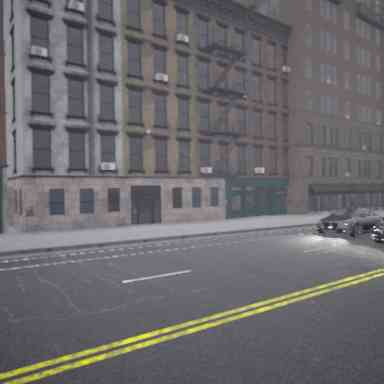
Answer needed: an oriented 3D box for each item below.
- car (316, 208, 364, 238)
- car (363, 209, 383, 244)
[{"bbox_3d":[8.521,1.570,17.755,4.181,1.385,1.994,0,0,-36],"label":"car"},{"bbox_3d":[9.856,1.512,14.716,4.892,1.490,1.837,0,0,-36],"label":"car"}]
